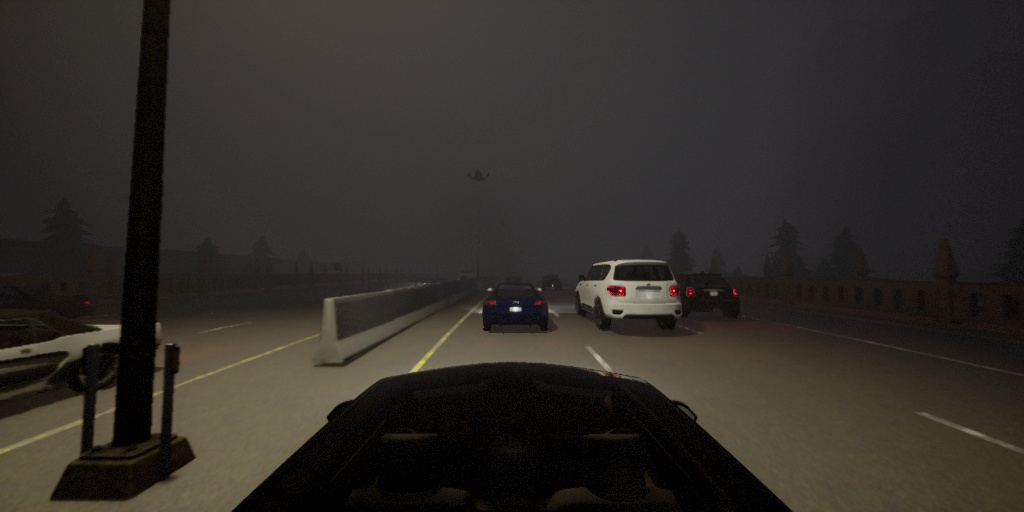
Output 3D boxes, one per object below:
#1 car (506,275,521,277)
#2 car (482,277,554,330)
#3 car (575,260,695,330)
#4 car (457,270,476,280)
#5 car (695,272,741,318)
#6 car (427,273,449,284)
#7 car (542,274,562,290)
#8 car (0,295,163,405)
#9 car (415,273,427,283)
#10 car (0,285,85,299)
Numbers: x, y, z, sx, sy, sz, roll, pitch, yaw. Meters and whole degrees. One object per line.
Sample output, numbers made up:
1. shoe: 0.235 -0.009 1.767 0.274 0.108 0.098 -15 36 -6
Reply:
1. car: 0.101 2.306 29.725 2.033 1.411 5.357 0 -3 0
2. car: 0.100 1.539 12.026 1.994 1.385 4.181 0 -2 0
3. car: 3.600 1.198 12.101 2.150 2.045 5.566 0 -2 0
4. car: -6.911 3.113 55.245 2.150 2.045 5.566 0 -2 2
5. car: 7.100 1.443 14.726 2.097 1.767 4.553 0 -3 0
6. car: -10.510 3.360 52.246 1.895 1.301 4.718 0 -3 1
7. car: 3.601 2.456 34.061 1.837 1.490 4.892 0 -3 0
8. car: -7.101 1.364 4.059 1.895 1.301 4.718 0 -1 0
9. car: -13.833 3.461 56.625 1.837 1.490 4.892 0 -2 3
10. car: -14.100 1.408 8.871 2.033 1.411 5.357 0 -2 0
